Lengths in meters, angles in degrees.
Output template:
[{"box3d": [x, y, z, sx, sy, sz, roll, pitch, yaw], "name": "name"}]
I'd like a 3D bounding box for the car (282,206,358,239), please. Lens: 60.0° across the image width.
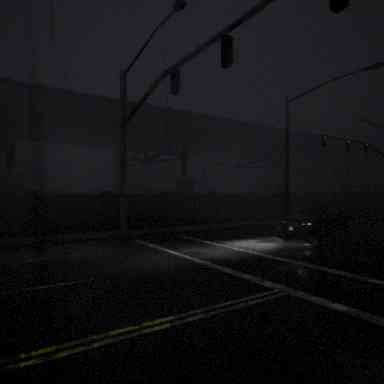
[{"box3d": [6.743, 1.491, 17.360, 4.902, 1.511, 2.128, 0, 0, -35], "name": "car"}]
